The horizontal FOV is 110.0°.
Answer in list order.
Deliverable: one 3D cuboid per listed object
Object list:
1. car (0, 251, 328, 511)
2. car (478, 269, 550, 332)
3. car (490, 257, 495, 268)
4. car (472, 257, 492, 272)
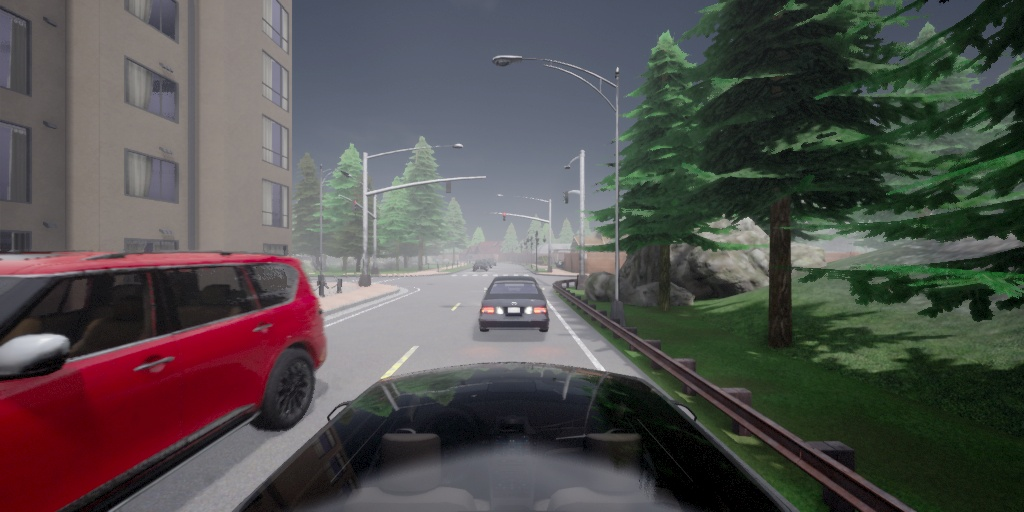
[{"bbox_3d":[-3.589,0.971,2.665,2.150,2.045,5.566,0,0,0],"label":"car"},{"bbox_3d":[0.068,1.297,10.802,2.033,1.411,5.357,0,0,1],"label":"car"},{"bbox_3d":[-4.058,1.225,56.703,1.837,1.490,4.892,0,0,0],"label":"car"},{"bbox_3d":[-3.999,1.225,46.360,1.837,1.490,4.892,0,0,0],"label":"car"}]
